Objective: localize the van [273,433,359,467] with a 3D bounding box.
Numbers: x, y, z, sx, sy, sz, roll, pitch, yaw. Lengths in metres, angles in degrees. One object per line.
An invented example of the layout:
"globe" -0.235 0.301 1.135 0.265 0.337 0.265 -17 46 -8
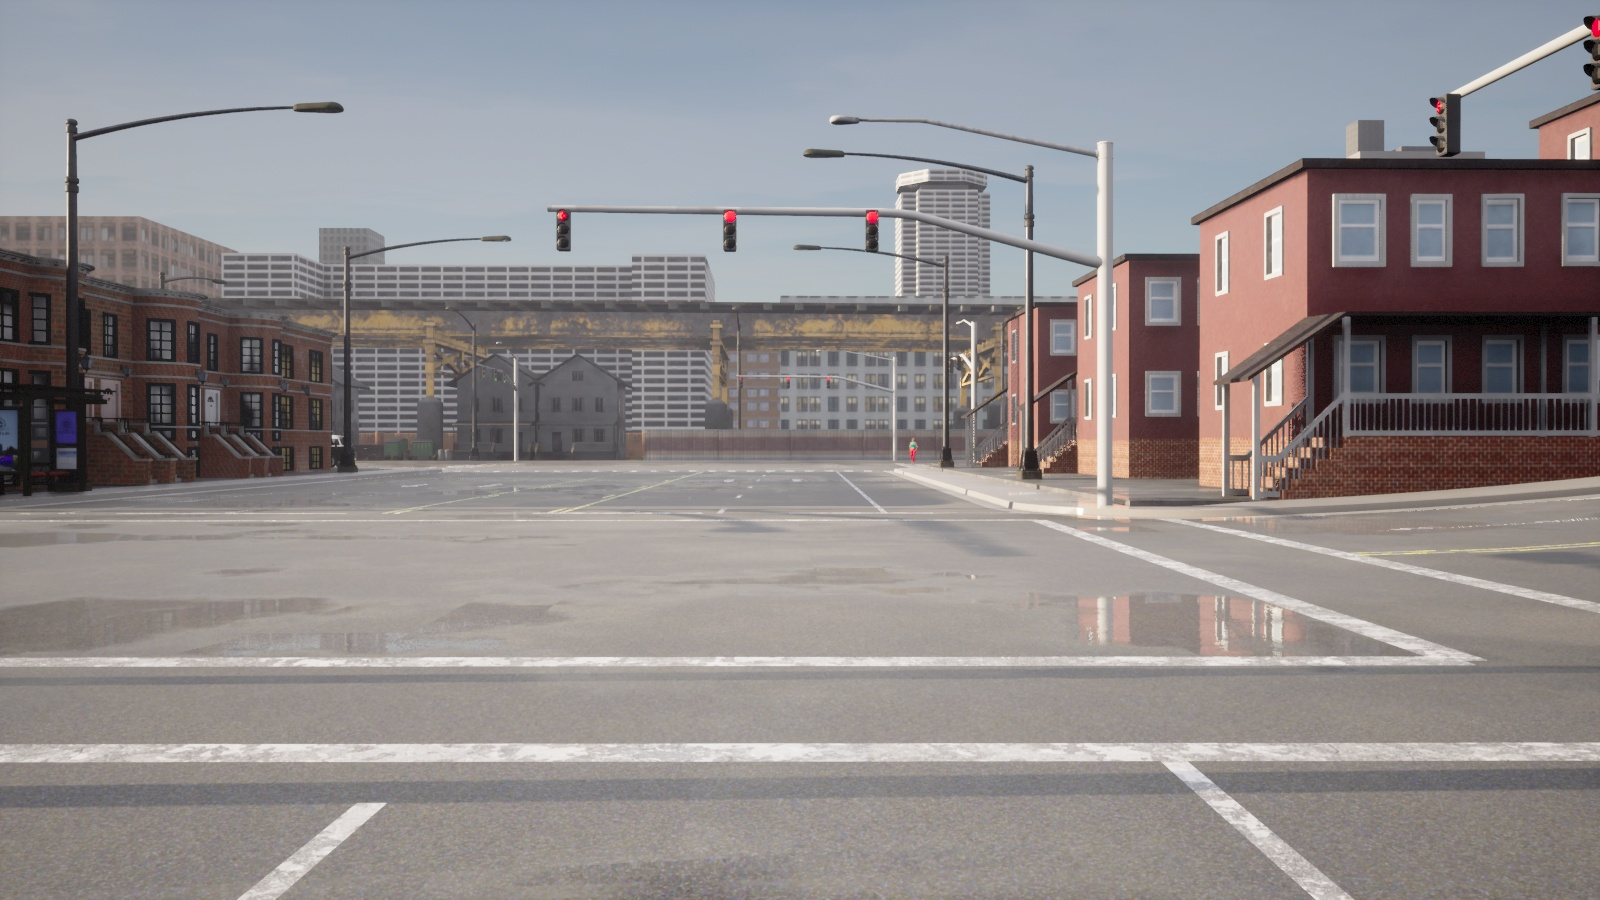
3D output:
"van" -29.763 0.010 77.297 4.480 2.038 2.069 0 0 0
